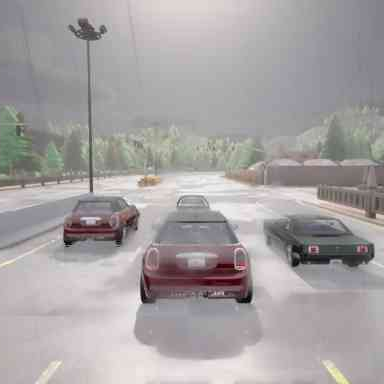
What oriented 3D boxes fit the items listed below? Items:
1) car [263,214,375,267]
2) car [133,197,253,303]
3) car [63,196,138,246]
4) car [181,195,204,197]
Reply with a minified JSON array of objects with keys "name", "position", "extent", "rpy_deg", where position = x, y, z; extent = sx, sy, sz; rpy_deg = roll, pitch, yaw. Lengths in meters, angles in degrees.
[{"name":"car","position":[3.569,1.338,10.427],"extent":[1.895,1.301,4.718],"rpy_deg":[0,3,0]},{"name":"car","position":[0.077,1.191,8.013],"extent":[2.097,1.767,4.553],"rpy_deg":[0,2,0]},{"name":"car","position":[-3.444,0.927,13.422],"extent":[2.097,1.767,4.553],"rpy_deg":[0,3,0]},{"name":"car","position":[0.035,0.857,17.396],"extent":[2.033,1.411,5.357],"rpy_deg":[0,4,0]}]
